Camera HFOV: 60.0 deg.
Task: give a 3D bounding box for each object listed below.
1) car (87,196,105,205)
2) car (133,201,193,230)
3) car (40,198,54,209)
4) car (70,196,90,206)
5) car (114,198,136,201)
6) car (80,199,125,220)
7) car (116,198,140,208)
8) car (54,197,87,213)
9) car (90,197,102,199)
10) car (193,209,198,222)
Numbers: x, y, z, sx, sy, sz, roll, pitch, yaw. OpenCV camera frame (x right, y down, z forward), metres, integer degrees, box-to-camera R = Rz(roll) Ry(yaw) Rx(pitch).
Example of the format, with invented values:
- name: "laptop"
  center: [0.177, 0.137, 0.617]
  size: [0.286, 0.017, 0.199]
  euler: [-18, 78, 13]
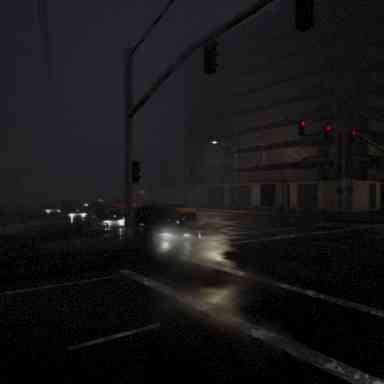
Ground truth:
- name: "car"
  center: [-17.961, 1.581, 62.260]
  size: [1.812, 1.442, 4.674]
  euler: [0, 0, -34]
- name: "car"
  center: [-2.254, 1.560, 21.702]
  size: [1.837, 1.490, 4.892]
  euler: [0, 0, -36]
- name: "car"
  center: [-19.807, 1.533, 46.472]
  size: [1.882, 1.535, 5.008]
  euler: [0, 0, -35]
- name: "car"
  center: [-19.911, 1.547, 58.954]
  size: [2.128, 1.511, 4.902]
  euler: [0, 0, -35]
- name: "car"
  center: [-6.861, 1.407, 34.223]
  size: [2.097, 1.767, 4.553]
  euler: [0, 0, -36]
- name: "car"
  center: [-7.898, 1.603, 29.639]
  size: [2.033, 1.411, 5.357]
  euler: [0, 0, -35]
- name: "car"
  center: [-9.866, 1.656, 50.871]
  size: [1.895, 1.301, 4.718]
  euler: [0, 0, -35]
- name: "car"
  center: [-13.758, 1.603, 37.899]
  size: [2.033, 1.411, 5.357]
  euler: [0, 0, -35]
- name: "car"
  center: [-12.947, 1.603, 42.800]
  size: [2.033, 1.411, 5.357]
  euler: [0, 0, -35]
- name: "car"
  center: [-1.485, 1.533, 26.661]
  size: [1.882, 1.535, 5.008]
  euler: [0, 0, -35]
